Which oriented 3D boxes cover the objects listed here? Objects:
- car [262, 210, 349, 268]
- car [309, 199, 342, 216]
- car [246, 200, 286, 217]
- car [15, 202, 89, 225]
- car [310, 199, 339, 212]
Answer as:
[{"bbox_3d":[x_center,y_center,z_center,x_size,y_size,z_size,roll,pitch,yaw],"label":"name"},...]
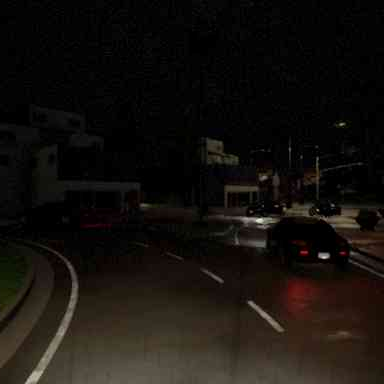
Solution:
[{"bbox_3d":[3.739,1.563,11.332,1.812,1.442,4.674,0,0,4],"label":"car"},{"bbox_3d":[13.090,1.684,32.558,1.994,1.385,4.181,0,0,42],"label":"car"},{"bbox_3d":[7.112,1.592,31.876,4.892,1.490,1.837,1,0,-44],"label":"car"},{"bbox_3d":[-9.850,1.456,23.470,5.008,1.535,1.882,0,1,4],"label":"car"},{"bbox_3d":[16.792,1.660,42.023,1.837,1.490,4.892,0,0,43],"label":"car"}]
